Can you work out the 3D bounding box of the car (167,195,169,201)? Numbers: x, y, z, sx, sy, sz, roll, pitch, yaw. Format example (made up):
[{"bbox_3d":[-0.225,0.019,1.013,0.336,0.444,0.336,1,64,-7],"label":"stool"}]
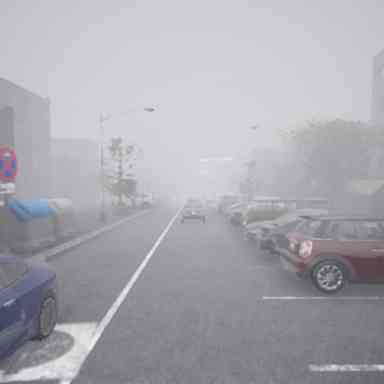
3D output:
[{"bbox_3d":[-7.867,1.419,66.205,5.366,1.575,1.946,0,0,0],"label":"car"}]

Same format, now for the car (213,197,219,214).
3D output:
[{"bbox_3d":[4.677,1.483,30.623,4.792,1.488,2.163,0,0,0],"label":"car"}]

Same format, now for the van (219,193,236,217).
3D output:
[{"bbox_3d":[4.766,1.230,27.826,4.442,1.987,1.878,0,0,0],"label":"van"}]

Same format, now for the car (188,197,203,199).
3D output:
[{"bbox_3d":[0.098,1.466,43.009,1.837,1.490,4.892,0,0,0],"label":"car"}]

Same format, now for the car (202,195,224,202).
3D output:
[{"bbox_3d":[4.642,1.382,75.332,4.892,1.521,2.231,0,1,0],"label":"car"}]

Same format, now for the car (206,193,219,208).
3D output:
[{"bbox_3d":[4.677,1.197,36.209,5.566,2.045,2.435,0,0,0],"label":"car"}]

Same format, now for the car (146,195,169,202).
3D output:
[{"bbox_3d":[-7.687,1.387,74.917,5.008,1.535,2.097,0,1,0],"label":"car"}]

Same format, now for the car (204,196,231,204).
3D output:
[{"bbox_3d":[4.655,1.427,61.350,4.892,1.521,2.231,0,0,0],"label":"car"}]

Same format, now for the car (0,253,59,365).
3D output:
[{"bbox_3d":[-3.099,1.522,3.798,1.812,1.442,4.674,0,0,0],"label":"car"}]

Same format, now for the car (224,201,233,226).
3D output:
[{"bbox_3d":[4.644,1.463,19.571,5.008,1.535,2.097,0,0,0],"label":"car"}]

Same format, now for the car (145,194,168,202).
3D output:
[{"bbox_3d":[-7.651,1.286,72.087,4.553,1.767,2.185,0,0,0],"label":"car"}]

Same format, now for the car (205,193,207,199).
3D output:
[{"bbox_3d":[4.680,1.310,50.301,4.553,1.767,2.185,0,0,0],"label":"car"}]

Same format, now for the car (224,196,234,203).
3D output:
[{"bbox_3d":[4.680,1.335,22.241,4.553,1.767,2.185,0,0,0],"label":"car"}]

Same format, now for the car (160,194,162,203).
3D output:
[{"bbox_3d":[-7.679,1.472,54.453,4.674,1.452,2.002,0,0,0],"label":"car"}]

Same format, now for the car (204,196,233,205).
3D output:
[{"bbox_3d":[4.642,1.428,58.558,5.008,1.535,2.097,0,0,0],"label":"car"}]

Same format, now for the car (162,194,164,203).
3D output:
[{"bbox_3d":[-7.711,1.459,57.392,4.792,1.488,2.163,0,0,0],"label":"car"}]

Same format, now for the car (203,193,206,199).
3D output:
[{"bbox_3d":[4.620,1.180,55.763,5.566,2.045,2.435,0,0,0],"label":"car"}]

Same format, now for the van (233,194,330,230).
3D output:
[{"bbox_3d":[4.533,1.240,16.652,4.442,1.987,1.878,0,0,0],"label":"van"}]

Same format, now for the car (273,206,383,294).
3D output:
[{"bbox_3d":[4.617,1.347,8.273,4.553,1.767,2.185,0,0,0],"label":"car"}]

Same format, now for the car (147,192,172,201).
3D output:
[{"bbox_3d":[-7.654,1.085,77.858,5.566,2.045,2.435,0,1,0],"label":"car"}]

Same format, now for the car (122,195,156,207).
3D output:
[{"bbox_3d":[-7.650,1.312,48.451,4.553,1.767,2.185,0,0,0],"label":"car"}]

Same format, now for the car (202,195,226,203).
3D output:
[{"bbox_3d":[4.654,1.420,69.729,4.892,1.521,2.231,0,0,0],"label":"car"}]

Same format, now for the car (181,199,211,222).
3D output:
[{"bbox_3d":[0.099,1.525,25.702,2.033,1.411,5.357,0,0,0],"label":"car"}]

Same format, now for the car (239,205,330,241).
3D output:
[{"bbox_3d":[4.655,1.469,13.859,4.892,1.521,2.231,0,0,0],"label":"car"}]

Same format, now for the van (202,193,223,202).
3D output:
[{"bbox_3d":[4.531,1.185,72.522,4.442,1.987,1.878,0,1,0],"label":"van"}]

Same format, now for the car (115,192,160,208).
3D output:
[{"bbox_3d":[-7.710,1.188,45.638,5.566,2.045,2.435,0,0,0],"label":"car"}]

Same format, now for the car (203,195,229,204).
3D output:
[{"bbox_3d":[4.642,1.425,64.269,4.892,1.521,2.231,0,0,0],"label":"car"}]

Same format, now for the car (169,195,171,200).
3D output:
[{"bbox_3d":[-7.497,1.416,69.145,5.366,1.575,1.946,0,0,0],"label":"car"}]

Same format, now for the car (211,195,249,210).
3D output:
[{"bbox_3d":[4.680,1.318,41.795,4.553,1.767,2.185,0,0,0],"label":"car"}]

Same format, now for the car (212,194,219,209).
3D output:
[{"bbox_3d":[4.618,1.325,33.414,4.553,1.767,2.185,0,0,0],"label":"car"}]

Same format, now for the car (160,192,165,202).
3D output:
[{"bbox_3d":[-7.713,1.301,60.330,4.553,1.767,2.185,0,0,0],"label":"car"}]

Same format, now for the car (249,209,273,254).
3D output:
[{"bbox_3d":[4.643,1.471,11.065,4.892,1.521,2.231,0,0,0],"label":"car"}]

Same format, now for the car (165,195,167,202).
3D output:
[{"bbox_3d":[-7.688,1.425,63.142,4.892,1.521,2.231,0,0,0],"label":"car"}]
